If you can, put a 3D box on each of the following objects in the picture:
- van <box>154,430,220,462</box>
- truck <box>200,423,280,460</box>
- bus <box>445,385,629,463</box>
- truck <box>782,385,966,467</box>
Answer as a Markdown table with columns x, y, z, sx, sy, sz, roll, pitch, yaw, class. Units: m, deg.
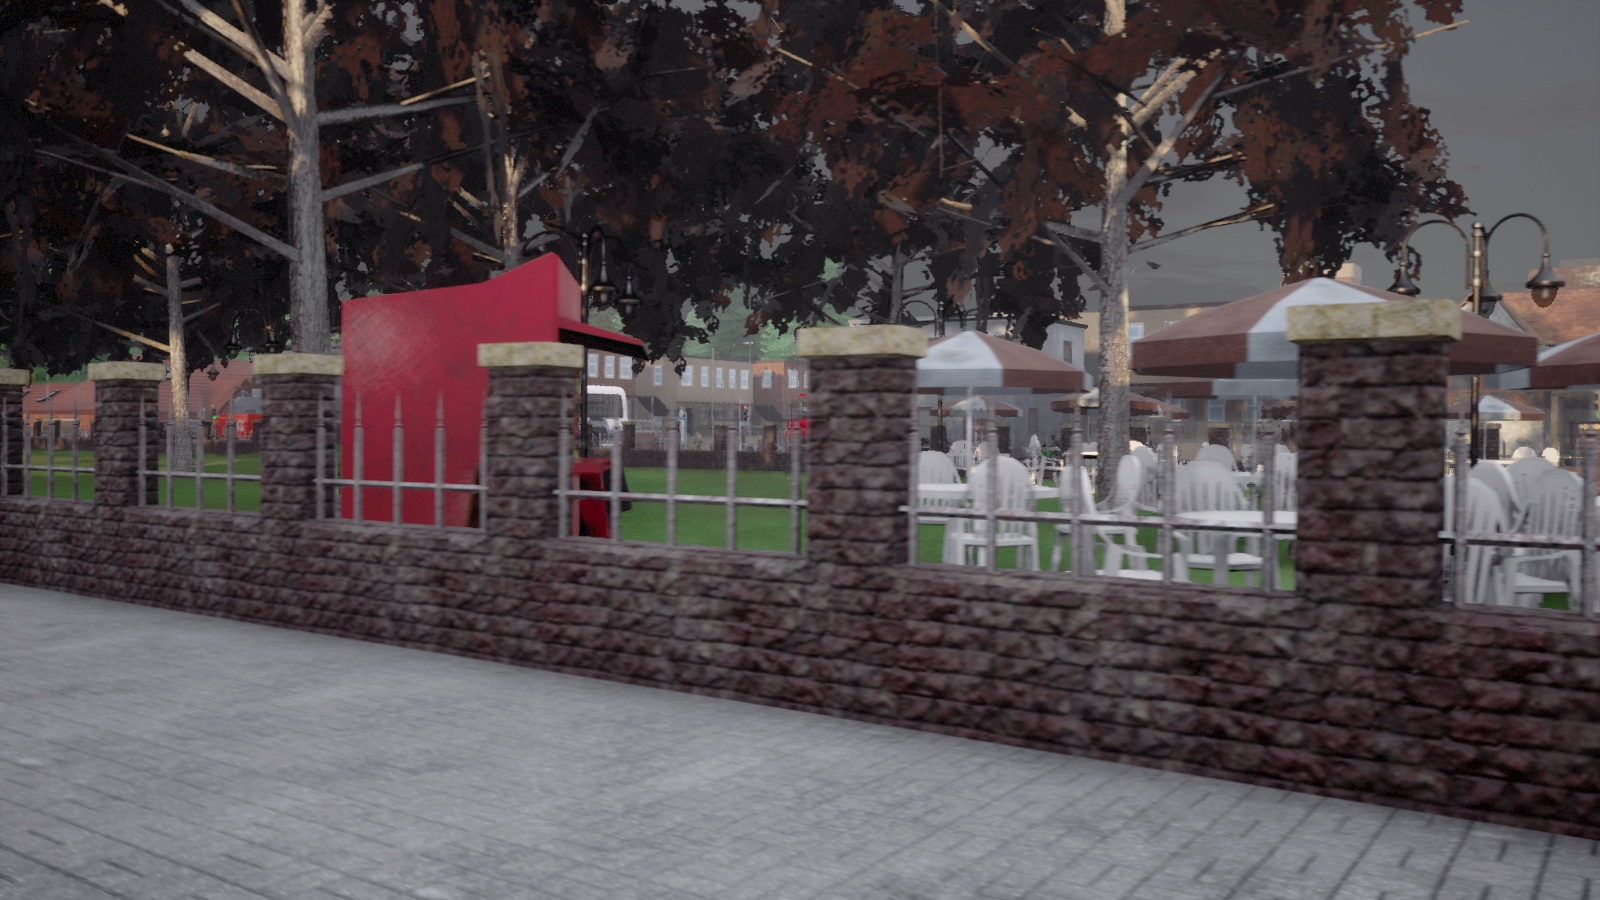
| x | y | z | sx | sy | sz | roll | pitch | yaw | class |
| --- | --- | --- | --- | --- | --- | --- | --- | --- | --- |
| -39.922 | -0.264 | 81.778 | 4.442 | 1.987 | 1.775 | 0 | 1 | 33 | van |
| -38.124 | -0.568 | 85.435 | 5.204 | 2.467 | 2.627 | 0 | 1 | 35 | truck |
| -15.258 | -1.507 | 73.843 | 3.944 | 4.253 | 10.273 | -1 | 0 | 40 | bus |
| 3.268 | -1.050 | 56.925 | 7.936 | 3.462 | 2.891 | 0 | 1 | 35 | truck |
